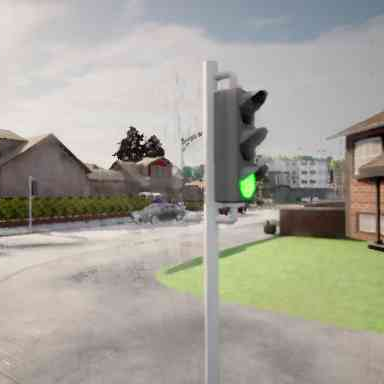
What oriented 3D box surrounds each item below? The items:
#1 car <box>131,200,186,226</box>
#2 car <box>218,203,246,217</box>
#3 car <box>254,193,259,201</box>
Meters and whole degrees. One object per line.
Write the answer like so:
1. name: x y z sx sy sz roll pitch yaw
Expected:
1. car: -2.425 1.602 24.912 2.128 1.511 4.902 0 0 36
2. car: 3.692 1.588 33.448 1.882 1.535 5.008 0 0 36
3. car: 14.126 1.202 75.079 3.866 1.878 1.905 0 0 -19
